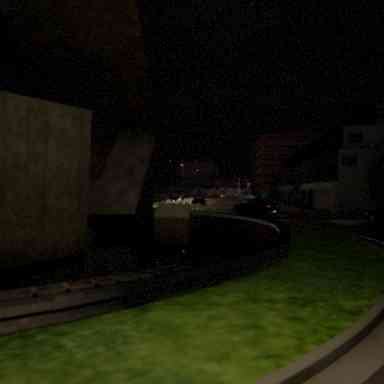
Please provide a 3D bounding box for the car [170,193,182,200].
[{"bbox_3d":[-4.385,1.224,78.071,2.033,1.411,5.357,0,0,7],"label":"car"}]

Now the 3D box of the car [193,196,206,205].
[{"bbox_3d":[1.150,1.369,52.618,1.994,1.385,4.181,0,0,4],"label":"car"}]

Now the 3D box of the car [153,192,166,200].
[{"bbox_3d":[-7.713,1.019,79.753,2.097,1.767,4.553,0,0,7],"label":"car"}]

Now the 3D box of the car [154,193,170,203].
[{"bbox_3d":[-6.154,1.211,63.072,1.882,1.535,5.008,0,0,8],"label":"car"}]

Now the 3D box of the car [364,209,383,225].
[{"bbox_3d":[13.794,1.456,21.508,1.882,1.535,5.008,-1,1,-32],"label":"car"}]

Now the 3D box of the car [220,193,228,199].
[{"bbox_3d":[9.024,1.153,94.036,1.882,1.535,5.008,0,0,7],"label":"car"}]

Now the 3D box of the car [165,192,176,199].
[{"bbox_3d":[-6.073,0.964,94.042,2.097,1.767,4.553,0,0,7],"label":"car"}]

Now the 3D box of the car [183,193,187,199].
[{"bbox_3d":[-2.625,1.140,93.395,2.128,1.511,4.902,0,0,7],"label":"car"}]

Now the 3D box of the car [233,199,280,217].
[{"bbox_3d":[5.616,1.403,29.592,2.128,1.511,4.902,0,0,-30],"label":"car"}]

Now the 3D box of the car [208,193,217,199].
[{"bbox_3d":[5.592,1.013,94.819,2.097,1.767,4.553,0,0,7],"label":"car"}]
